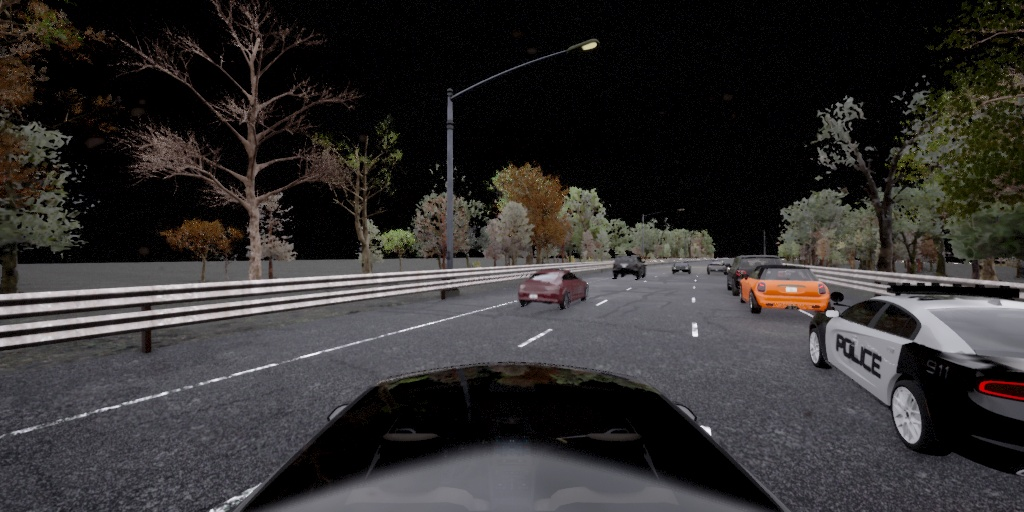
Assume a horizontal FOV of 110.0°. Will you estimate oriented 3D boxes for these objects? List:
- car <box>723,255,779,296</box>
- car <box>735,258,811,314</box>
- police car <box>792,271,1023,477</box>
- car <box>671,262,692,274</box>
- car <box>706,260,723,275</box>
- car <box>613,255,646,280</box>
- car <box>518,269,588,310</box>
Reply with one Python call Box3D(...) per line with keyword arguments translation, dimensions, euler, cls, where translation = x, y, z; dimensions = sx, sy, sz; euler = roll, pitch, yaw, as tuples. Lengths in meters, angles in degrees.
Box3D(translation=(12.647, 0.977, 18.754), dimensions=(2.150, 2.045, 5.566), euler=(0, 0, 27), cls="car")
Box3D(translation=(9.934, 1.101, 13.421), dimensions=(2.097, 1.767, 4.553), euler=(0, 0, 27), cls="car")
Box3D(translation=(5.608, 1.174, 4.699), dimensions=(1.930, 1.638, 5.238), euler=(0, 0, 26), cls="police car")
Box3D(translation=(19.341, 1.367, 40.798), dimensions=(1.895, 1.301, 4.718), euler=(0, 0, 29), cls="car")
Box3D(translation=(22.453, 1.259, 39.317), dimensions=(2.128, 1.511, 4.902), euler=(0, 0, 29), cls="car")
Box3D(translation=(10.385, 0.973, 31.554), dimensions=(2.150, 2.045, 5.566), euler=(0, -1, 27), cls="car")
Box3D(translation=(1.801, 1.275, 14.886), dimensions=(1.812, 1.442, 4.674), euler=(0, 0, 27), cls="car")
